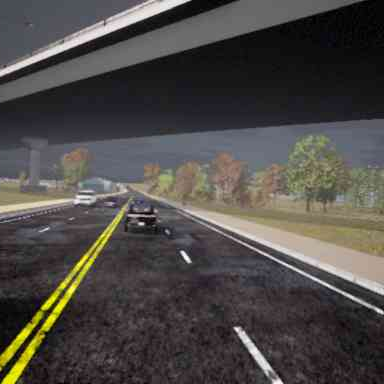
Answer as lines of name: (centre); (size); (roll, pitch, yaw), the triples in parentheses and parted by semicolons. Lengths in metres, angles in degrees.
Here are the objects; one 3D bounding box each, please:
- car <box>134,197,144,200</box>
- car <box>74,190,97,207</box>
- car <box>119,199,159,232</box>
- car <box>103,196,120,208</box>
car: (-7.471, 1.453, 46.531); (2.033, 1.411, 5.357); (3, 0, -10)
car: (-13.547, 0.834, 42.563); (2.150, 2.045, 5.566); (3, 0, -9)
car: (-3.031, 1.456, 19.818); (2.128, 1.511, 4.902); (3, 0, -9)
car: (-10.411, 1.284, 43.420); (1.812, 1.442, 4.674); (3, 0, -9)
